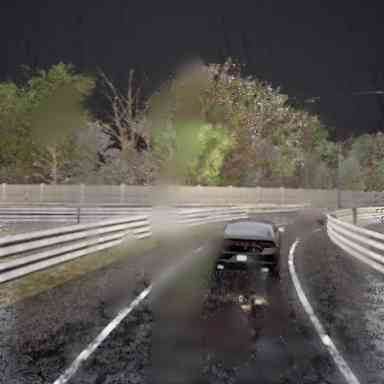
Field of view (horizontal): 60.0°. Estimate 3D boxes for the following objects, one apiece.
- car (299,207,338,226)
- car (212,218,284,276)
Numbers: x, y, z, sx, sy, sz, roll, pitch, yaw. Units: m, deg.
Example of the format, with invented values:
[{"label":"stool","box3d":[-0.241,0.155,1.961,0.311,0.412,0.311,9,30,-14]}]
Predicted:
[{"label":"car","box3d":[10.364,1.899,26.993,1.994,1.385,4.181,0,-1,41]},{"label":"car","box3d":[1.966,1.594,11.005,1.882,1.535,5.008,0,-1,16]}]
